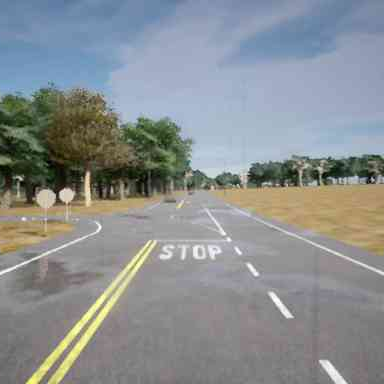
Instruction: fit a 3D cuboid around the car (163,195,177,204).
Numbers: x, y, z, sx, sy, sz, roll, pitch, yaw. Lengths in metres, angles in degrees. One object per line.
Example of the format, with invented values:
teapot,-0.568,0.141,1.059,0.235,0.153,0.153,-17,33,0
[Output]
car,-3.524,1.191,53.803,1.994,1.385,4.181,0,1,0
